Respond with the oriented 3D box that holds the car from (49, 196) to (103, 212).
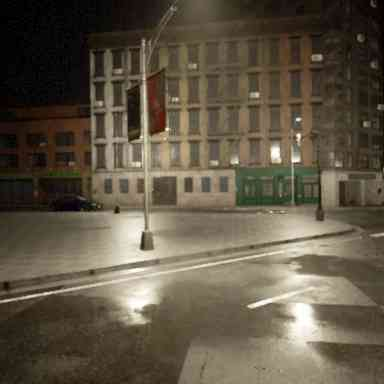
[{"bbox_3d":[-9.649,1.030,27.772,4.181,1.385,1.994,0,1,8],"label":"car"}]
